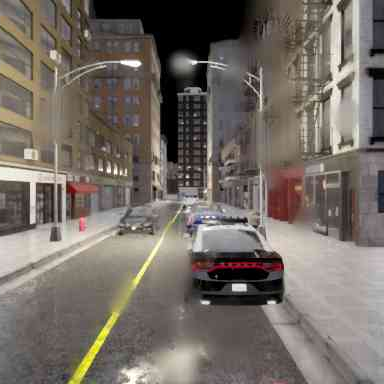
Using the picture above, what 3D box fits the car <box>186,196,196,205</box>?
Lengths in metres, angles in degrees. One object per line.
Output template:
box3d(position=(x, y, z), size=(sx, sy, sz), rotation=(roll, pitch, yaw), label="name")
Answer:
box3d(position=(-0.194, 1.517, 60.738), size=(1.812, 1.442, 4.674), rotation=(0, 0, 0), label="car")

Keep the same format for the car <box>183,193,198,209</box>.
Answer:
box3d(position=(-0.111, 1.212, 45.939), size=(2.150, 2.045, 5.566), rotation=(0, 0, 0), label="car")

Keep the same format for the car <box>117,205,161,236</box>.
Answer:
box3d(position=(-2.808, 1.500, 18.401), size=(1.837, 1.490, 4.892), rotation=(0, 0, 0), label="car")

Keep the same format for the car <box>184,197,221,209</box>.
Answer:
box3d(position=(0.767, 1.347, 18.113), size=(2.097, 1.767, 4.553), rotation=(0, 0, 0), label="car")

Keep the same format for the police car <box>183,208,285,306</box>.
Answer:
box3d(position=(0.799, 1.424, 8.253), size=(1.930, 1.638, 5.238), rotation=(0, 0, 0), label="police car")

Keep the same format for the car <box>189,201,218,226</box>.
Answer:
box3d(position=(0.749, 1.472, 24.143), size=(1.882, 1.535, 5.008), rotation=(0, 0, 0), label="car")
